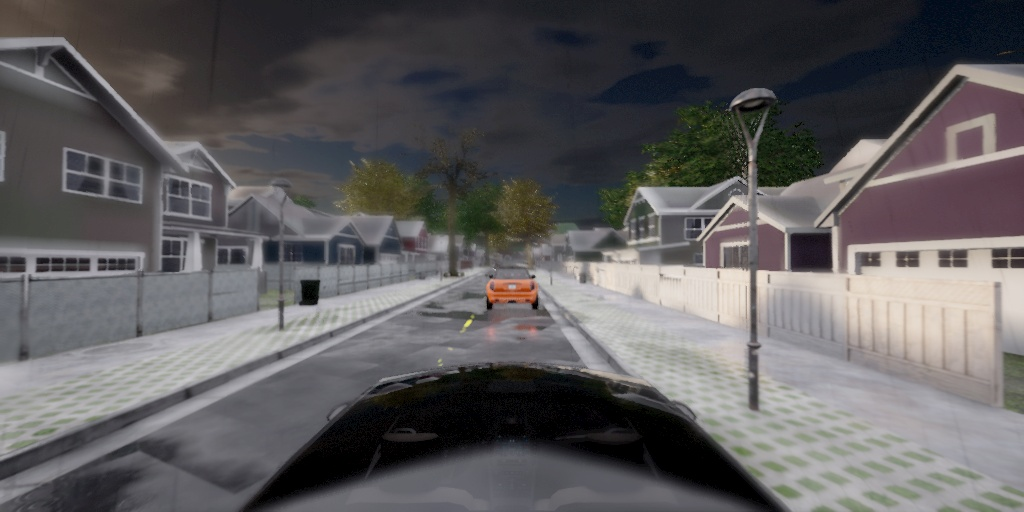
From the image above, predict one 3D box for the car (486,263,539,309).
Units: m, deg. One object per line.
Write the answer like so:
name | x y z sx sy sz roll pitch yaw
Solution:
car | 0.017 1.240 15.938 2.097 1.767 4.553 0 -1 0
